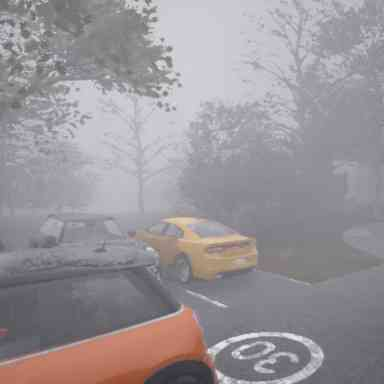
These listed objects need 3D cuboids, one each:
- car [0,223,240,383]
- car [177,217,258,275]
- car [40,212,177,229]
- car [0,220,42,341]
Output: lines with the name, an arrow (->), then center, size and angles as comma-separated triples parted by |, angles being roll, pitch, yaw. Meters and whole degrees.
car -> -2.045, 1.352, 2.542 | 4.553, 1.767, 2.097 | 0, 0, -36
car -> -0.299, 1.490, 9.843 | 2.097, 1.535, 5.008 | 0, 0, -36
car -> -2.576, 1.360, 8.263 | 2.185, 1.767, 4.553 | 0, 0, -36
car -> -4.694, 1.510, 6.676 | 2.163, 1.488, 4.792 | 0, 0, -36
